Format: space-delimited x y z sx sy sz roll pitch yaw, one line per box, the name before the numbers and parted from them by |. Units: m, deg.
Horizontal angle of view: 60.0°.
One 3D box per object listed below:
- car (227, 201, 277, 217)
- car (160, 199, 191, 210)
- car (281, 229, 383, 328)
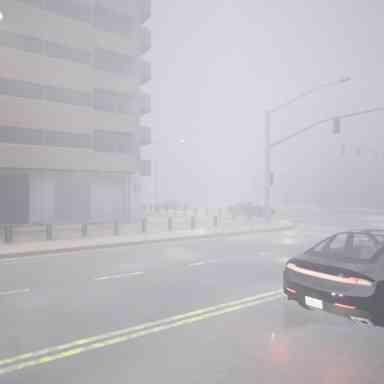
car | 5.494 1.545 30.774 1.895 1.301 4.718 0 0 -35
car | -2.084 1.545 41.579 1.895 1.301 4.718 0 0 -35
car | 3.876 1.492 6.511 4.902 1.511 2.128 0 0 -35
